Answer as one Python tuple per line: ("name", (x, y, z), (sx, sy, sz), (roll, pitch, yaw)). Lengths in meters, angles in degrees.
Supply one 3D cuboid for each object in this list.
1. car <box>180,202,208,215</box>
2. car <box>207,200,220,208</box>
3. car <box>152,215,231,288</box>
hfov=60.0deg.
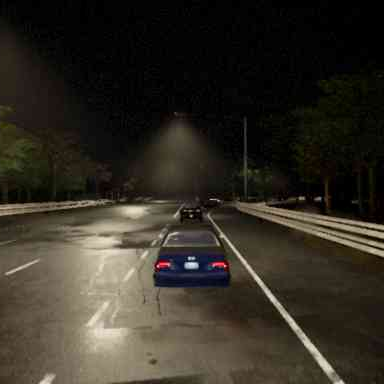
("car", (-0.040, 1.704, 28.559), (2.128, 1.511, 4.902), (0, 0, 0))
("car", (3.485, 1.979, 56.381), (1.994, 1.385, 4.181), (0, -1, 17))
("car", (-0.013, 1.619, 9.539), (2.033, 1.411, 5.357), (0, 0, 0))
